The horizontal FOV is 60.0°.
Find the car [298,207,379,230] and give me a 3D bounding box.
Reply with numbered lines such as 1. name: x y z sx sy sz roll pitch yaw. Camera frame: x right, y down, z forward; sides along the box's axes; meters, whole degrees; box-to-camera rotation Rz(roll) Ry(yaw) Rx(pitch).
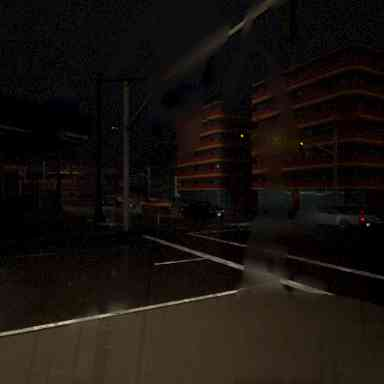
1. car: 9.120 1.601 21.233 1.895 1.301 4.718 0 0 -30

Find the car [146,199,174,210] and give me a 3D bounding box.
1. car: -4.353 1.601 44.241 1.895 1.301 4.718 0 0 -30

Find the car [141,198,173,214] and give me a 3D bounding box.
1. car: -3.988 1.478 36.323 1.882 1.535 5.008 0 0 -30

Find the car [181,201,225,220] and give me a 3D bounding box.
1. car: 0.879 1.491 28.045 2.128 1.511 4.902 0 0 -30

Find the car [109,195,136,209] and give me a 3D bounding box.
1. car: -9.079 1.492 44.988 2.128 1.511 4.902 0 0 -30

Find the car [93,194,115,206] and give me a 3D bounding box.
1. car: -14.188 1.505 53.759 1.837 1.490 4.892 0 0 -30
